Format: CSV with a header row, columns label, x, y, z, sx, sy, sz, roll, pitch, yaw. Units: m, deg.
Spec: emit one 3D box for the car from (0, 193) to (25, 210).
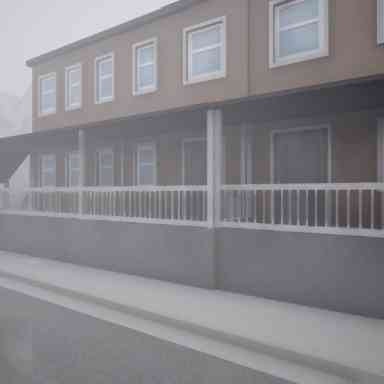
label,x,y,z,sx,sy,sz,roll,pitch,yaw
car,-14.933,0.954,27.553,1.812,1.442,4.674,0,15,34
